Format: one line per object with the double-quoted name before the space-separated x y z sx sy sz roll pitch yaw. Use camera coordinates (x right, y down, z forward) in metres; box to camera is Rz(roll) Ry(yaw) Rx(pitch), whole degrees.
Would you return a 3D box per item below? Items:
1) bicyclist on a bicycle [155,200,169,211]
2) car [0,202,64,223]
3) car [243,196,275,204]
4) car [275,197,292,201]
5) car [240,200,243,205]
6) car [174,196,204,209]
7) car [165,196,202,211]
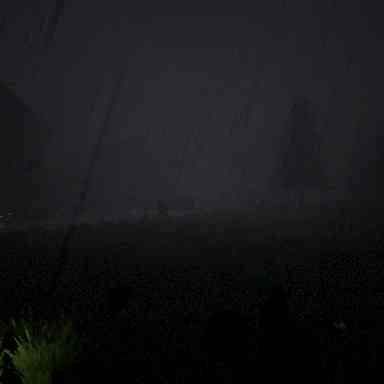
"bicyclist on a bicycle" -2.131 1.366 23.498 1.656 1.620 0.582 3 2 35
"car" -11.151 1.420 23.122 1.994 1.385 4.181 0 0 36
"car" 9.214 1.383 45.362 1.812 1.442 4.674 0 0 36
"car" 14.894 1.459 53.401 1.895 1.301 4.718 0 0 36
"car" 9.123 1.399 51.342 1.837 1.490 4.892 0 0 36
"car" -0.319 1.312 43.233 1.816 1.474 4.193 7 4 33
"car" -1.238 1.362 36.996 1.837 1.490 4.892 0 0 36
